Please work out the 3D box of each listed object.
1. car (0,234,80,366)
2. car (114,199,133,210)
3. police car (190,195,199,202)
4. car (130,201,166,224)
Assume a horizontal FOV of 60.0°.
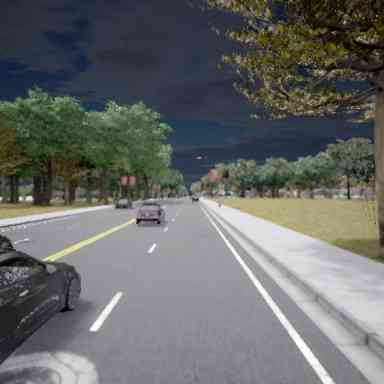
[{"bbox_3d":[-3.149,1.550,4.790,1.812,1.442,4.674,0,0,0],"label":"car"},{"bbox_3d":[-9.810,1.739,47.983,1.882,1.535,5.008,0,0,0],"label":"car"},{"bbox_3d":[1.005,1.957,90.200,1.930,1.638,5.238,0,0,0],"label":"police car"},{"bbox_3d":[-3.140,1.682,25.811,2.033,1.411,5.357,0,0,0],"label":"car"}]
